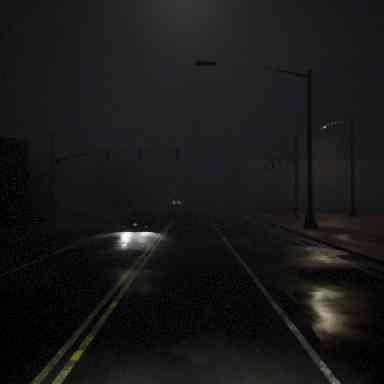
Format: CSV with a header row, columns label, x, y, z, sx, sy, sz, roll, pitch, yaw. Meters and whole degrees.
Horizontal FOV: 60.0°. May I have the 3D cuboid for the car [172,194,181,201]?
label,x,y,z,sx,sy,sz,roll,pitch,yaw
car,-3.485,1.107,76.107,2.033,1.411,5.357,0,7,0

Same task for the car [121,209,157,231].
label,x,y,z,sx,sy,sz,roll,pitch,yaw
car,-3.544,1.886,22.822,1.994,1.385,4.181,0,-1,1
